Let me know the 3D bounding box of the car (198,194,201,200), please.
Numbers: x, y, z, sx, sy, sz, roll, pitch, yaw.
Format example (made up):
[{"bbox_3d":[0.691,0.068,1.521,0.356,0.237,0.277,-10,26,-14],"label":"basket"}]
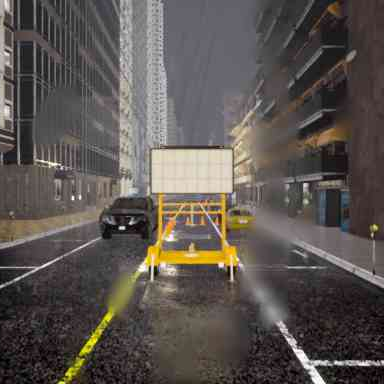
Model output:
[{"bbox_3d":[2.704,1.340,59.186,2.192,1.841,5.009,0,0,0],"label":"car"}]

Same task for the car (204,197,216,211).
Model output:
[{"bbox_3d":[2.699,1.559,36.592,2.008,1.369,4.403,0,0,0],"label":"car"}]

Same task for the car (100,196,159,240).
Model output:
[{"bbox_3d":[-3.084,1.223,17.340,2.150,2.045,5.566,0,0,0],"label":"car"}]

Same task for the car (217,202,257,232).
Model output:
[{"bbox_3d":[2.696,1.527,19.815,1.752,1.417,4.829,0,0,0],"label":"car"}]

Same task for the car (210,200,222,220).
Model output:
[{"bbox_3d":[2.697,1.569,25.294,1.947,1.339,4.313,0,0,0],"label":"car"}]

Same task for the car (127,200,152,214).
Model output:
[{"bbox_3d":[-5.681,1.559,36.592,2.008,1.369,4.403,0,0,0],"label":"car"}]

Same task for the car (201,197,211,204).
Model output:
[{"bbox_3d":[2.704,1.611,64.834,1.802,1.307,4.206,0,0,0],"label":"car"}]

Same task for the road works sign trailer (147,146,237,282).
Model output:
[{"bbox_3d":[0.002,0.465,9.708,2.380,3.560,2.880,0,0,0],"label":"road works sign trailer"}]

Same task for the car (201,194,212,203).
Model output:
[{"bbox_3d":[2.701,1.456,47.888,1.967,1.590,4.097,0,0,0],"label":"car"}]

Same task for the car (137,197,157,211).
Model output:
[{"bbox_3d":[-5.681,1.452,42.242,1.967,1.590,4.097,0,0,0],"label":"car"}]

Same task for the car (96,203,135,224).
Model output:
[{"bbox_3d":[-5.684,1.569,25.296,1.947,1.339,4.313,0,0,0],"label":"car"}]

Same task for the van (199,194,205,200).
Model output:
[{"bbox_3d":[2.710,1.401,93.077,1.690,1.788,3.998,0,0,0],"label":"van"}]

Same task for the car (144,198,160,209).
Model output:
[{"bbox_3d":[-5.679,1.541,47.720,1.752,1.417,4.829,0,0,0],"label":"car"}]
